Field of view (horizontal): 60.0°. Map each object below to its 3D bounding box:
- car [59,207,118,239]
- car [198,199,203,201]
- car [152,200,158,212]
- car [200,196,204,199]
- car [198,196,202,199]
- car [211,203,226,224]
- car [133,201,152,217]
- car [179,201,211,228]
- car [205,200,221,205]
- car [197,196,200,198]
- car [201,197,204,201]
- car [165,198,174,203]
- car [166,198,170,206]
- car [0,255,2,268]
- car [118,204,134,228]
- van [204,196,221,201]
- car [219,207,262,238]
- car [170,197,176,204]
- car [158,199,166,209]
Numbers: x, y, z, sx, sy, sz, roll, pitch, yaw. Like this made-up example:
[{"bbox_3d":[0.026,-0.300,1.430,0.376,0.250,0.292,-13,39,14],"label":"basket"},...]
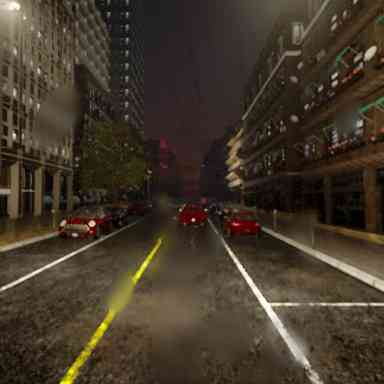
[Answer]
[{"bbox_3d":[-5.685,1.580,18.212,1.967,1.590,4.097,1,0,0],"label":"car"},{"bbox_3d":[0.083,1.915,41.406,1.895,1.301,4.718,0,0,0],"label":"car"},{"bbox_3d":[-5.696,1.860,40.836,2.008,1.369,4.403,1,0,0],"label":"car"},{"bbox_3d":[2.689,1.961,57.942,1.752,1.417,4.829,1,0,0],"label":"car"},{"bbox_3d":[2.640,2.098,69.084,1.802,1.307,4.206,1,0,0],"label":"car"},{"bbox_3d":[2.692,1.734,23.835,2.008,1.369,4.403,1,0,0],"label":"car"},{"bbox_3d":[-5.693,1.812,35.180,1.887,1.381,4.507,1,0,0],"label":"car"},{"bbox_3d":[0.091,1.661,23.961,1.882,1.535,5.008,0,0,0],"label":"car"},{"bbox_3d":[2.687,1.819,35.147,2.008,1.369,4.403,1,0,0],"label":"car"},{"bbox_3d":[2.641,1.872,74.742,2.192,1.841,5.009,1,0,0],"label":"car"},{"bbox_3d":[2.686,1.960,52.115,1.947,1.339,4.313,1,0,0],"label":"car"},{"bbox_3d":[-5.714,2.188,86.087,2.008,1.369,4.403,1,0,0],"label":"car"},{"bbox_3d":[-5.704,1.999,63.292,1.752,1.417,4.829,1,0,0],"label":"car"},{"bbox_3d":[-5.683,1.636,6.896,1.802,1.307,4.206,1,0,0],"label":"car"},{"bbox_3d":[-5.689,1.748,23.867,1.947,1.339,4.313,1,0,0],"label":"car"},{"bbox_3d":[2.688,1.652,40.805,1.690,1.788,3.998,1,0,0],"label":"van"},{"bbox_3d":[2.694,1.723,18.178,1.802,1.307,4.206,1,0,0],"label":"car"},{"bbox_3d":[-5.711,2.148,80.430,2.008,1.369,4.403,1,0,0],"label":"car"},{"bbox_3d":[-5.700,1.944,52.150,2.008,1.369,4.403,1,0,0],"label":"car"}]
